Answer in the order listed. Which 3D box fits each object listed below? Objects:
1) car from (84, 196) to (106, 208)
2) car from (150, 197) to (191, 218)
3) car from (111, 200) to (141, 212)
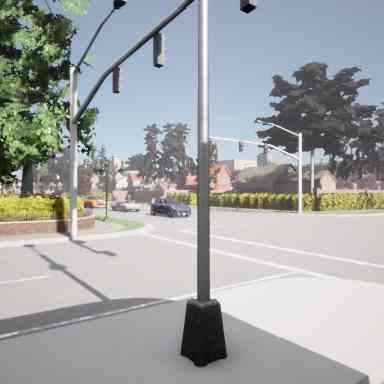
[{"bbox_3d":[-13.631,1.352,46.913,2.097,1.767,4.553,0,0,-36],"label":"car"},{"bbox_3d":[-2.005,1.352,30.831,2.097,1.767,4.553,0,0,-36],"label":"car"},{"bbox_3d":[-7.745,1.601,38.770,1.895,1.301,4.718,0,0,-36],"label":"car"}]
